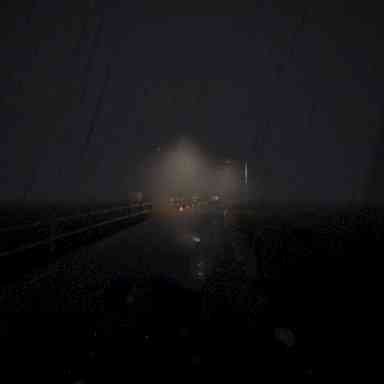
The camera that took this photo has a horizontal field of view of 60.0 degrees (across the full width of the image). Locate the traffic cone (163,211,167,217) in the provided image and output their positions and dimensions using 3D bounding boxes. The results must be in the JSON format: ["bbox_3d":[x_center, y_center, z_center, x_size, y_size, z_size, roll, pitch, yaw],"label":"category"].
[{"bbox_3d":[-2.396,1.898,29.350,0.340,0.580,0.340,0,0,5],"label":"traffic cone"}]

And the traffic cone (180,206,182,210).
[{"bbox_3d":[-1.282,1.887,39.366,0.340,0.580,0.340,0,0,7],"label":"traffic cone"}]

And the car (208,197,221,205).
[{"bbox_3d":[3.851,1.473,56.767,2.033,1.411,5.357,0,0,10],"label":"car"}]
